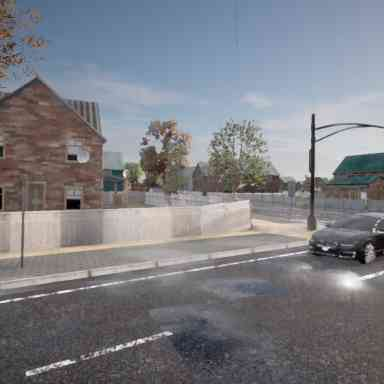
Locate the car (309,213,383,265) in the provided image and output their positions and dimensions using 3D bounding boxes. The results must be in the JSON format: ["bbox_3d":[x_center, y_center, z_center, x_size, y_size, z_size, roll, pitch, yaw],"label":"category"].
[{"bbox_3d":[6.185,1.535,11.857,4.892,1.490,1.837,0,0,-35],"label":"car"}]

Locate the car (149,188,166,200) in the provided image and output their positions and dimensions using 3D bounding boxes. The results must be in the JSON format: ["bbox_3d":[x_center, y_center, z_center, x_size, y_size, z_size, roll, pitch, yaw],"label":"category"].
[{"bbox_3d":[-6.516,0.336,61.647,2.150,2.045,5.566,1,1,-21],"label":"car"}]
